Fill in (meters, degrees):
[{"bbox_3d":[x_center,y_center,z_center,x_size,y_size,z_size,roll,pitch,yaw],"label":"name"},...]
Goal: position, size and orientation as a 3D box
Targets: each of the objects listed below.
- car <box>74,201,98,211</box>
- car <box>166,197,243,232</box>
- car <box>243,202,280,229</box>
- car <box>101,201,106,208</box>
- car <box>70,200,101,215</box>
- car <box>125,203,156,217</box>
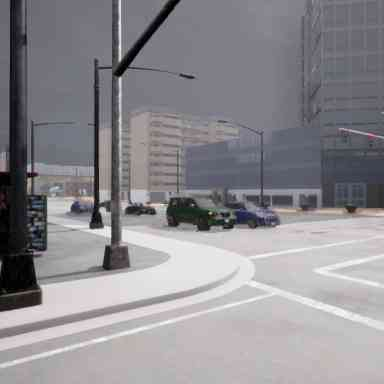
[{"bbox_3d":[-16.082,2.073,50.326,2.128,1.511,4.902,0,-1,-36],"label":"car"},{"bbox_3d":[0.413,1.337,21.490,2.150,2.045,5.566,0,0,-36],"label":"car"},{"bbox_3d":[3.799,1.463,22.783,2.097,1.767,4.553,0,-1,-36],"label":"car"},{"bbox_3d":[-15.873,2.281,62.131,1.994,1.385,4.181,0,-1,-36],"label":"car"},{"bbox_3d":[-13.127,1.785,40.174,2.097,1.767,4.553,0,-1,-36],"label":"car"},{"bbox_3d":[-5.542,1.879,35.656,1.994,1.385,4.181,0,-1,-36],"label":"car"}]
